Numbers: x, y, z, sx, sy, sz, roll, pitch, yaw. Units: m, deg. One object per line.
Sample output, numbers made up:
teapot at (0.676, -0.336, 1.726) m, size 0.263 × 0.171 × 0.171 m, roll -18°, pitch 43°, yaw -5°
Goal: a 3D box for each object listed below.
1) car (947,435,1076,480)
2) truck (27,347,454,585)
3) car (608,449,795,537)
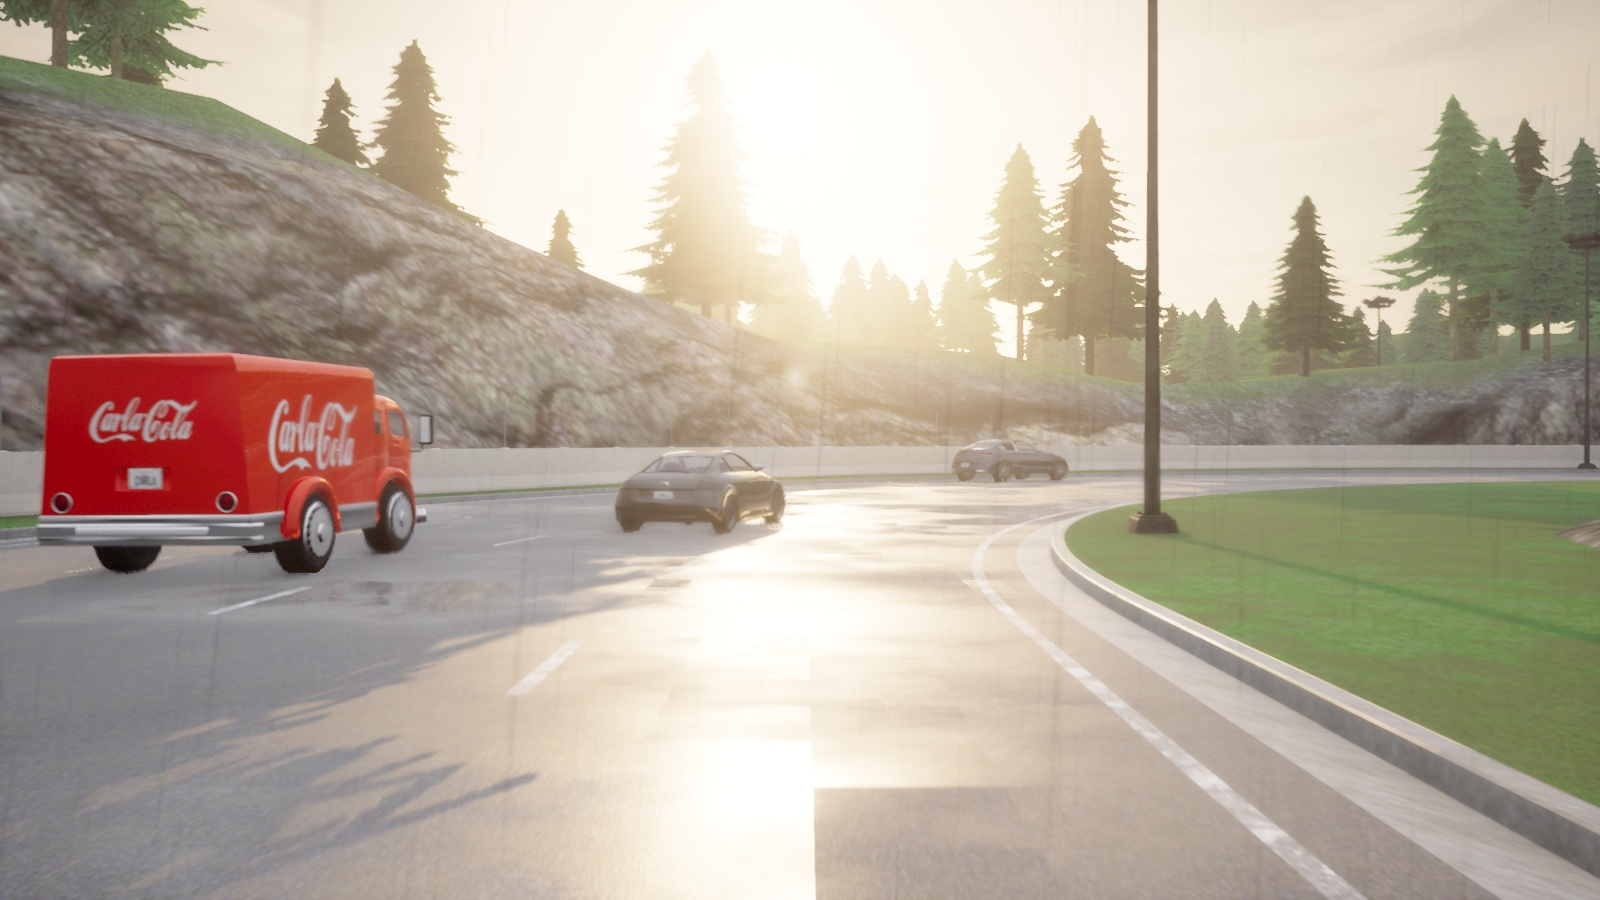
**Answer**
car at (8.250, 0.257, 48.673) m, size 5.027 × 1.651 × 2.152 m, roll 0°, pitch 0°, yaw -39°
truck at (-6.583, 0.166, 15.724) m, size 2.627 × 2.467 × 5.204 m, roll 0°, pitch 0°, yaw 6°
car at (-1.625, 0.683, 22.354) m, size 1.994 × 1.385 × 4.181 m, roll 0°, pitch 0°, yaw 16°
